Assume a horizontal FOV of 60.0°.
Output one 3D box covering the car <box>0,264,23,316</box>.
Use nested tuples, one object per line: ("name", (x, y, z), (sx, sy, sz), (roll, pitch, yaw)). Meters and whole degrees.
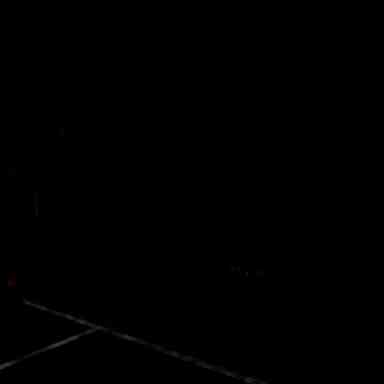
("car", (-4.839, 1.650, 6.299), (4.206, 1.307, 1.802), (-1, 0, 36))
